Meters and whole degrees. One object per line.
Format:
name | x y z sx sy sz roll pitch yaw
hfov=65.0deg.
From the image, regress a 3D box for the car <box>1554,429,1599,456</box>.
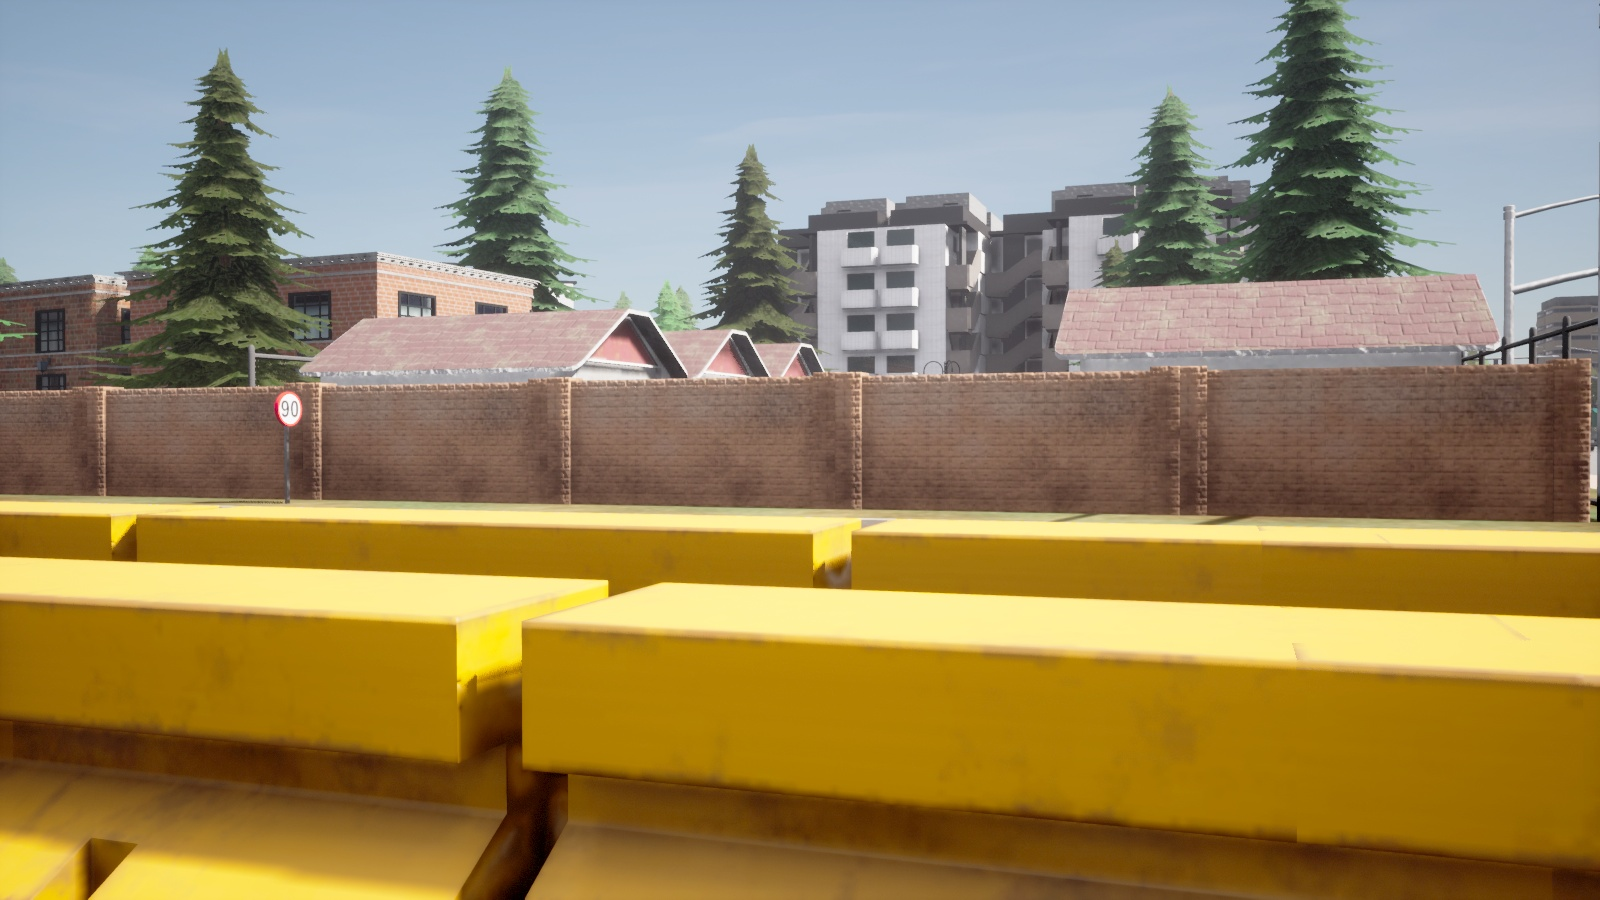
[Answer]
car | 50.152 -0.497 80.589 2.152 1.651 5.027 1 1 20
